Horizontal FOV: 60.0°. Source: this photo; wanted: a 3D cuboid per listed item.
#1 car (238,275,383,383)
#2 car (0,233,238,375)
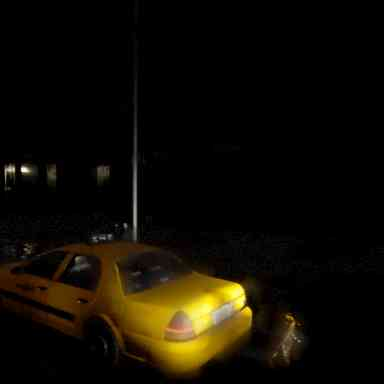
[{"bbox_3d":[3.292,1.235,2.000,5.566,2.045,2.150,0,0,36],"label":"car"},{"bbox_3d":[-1.716,1.472,5.587,5.366,1.575,1.801,0,0,36],"label":"car"}]
